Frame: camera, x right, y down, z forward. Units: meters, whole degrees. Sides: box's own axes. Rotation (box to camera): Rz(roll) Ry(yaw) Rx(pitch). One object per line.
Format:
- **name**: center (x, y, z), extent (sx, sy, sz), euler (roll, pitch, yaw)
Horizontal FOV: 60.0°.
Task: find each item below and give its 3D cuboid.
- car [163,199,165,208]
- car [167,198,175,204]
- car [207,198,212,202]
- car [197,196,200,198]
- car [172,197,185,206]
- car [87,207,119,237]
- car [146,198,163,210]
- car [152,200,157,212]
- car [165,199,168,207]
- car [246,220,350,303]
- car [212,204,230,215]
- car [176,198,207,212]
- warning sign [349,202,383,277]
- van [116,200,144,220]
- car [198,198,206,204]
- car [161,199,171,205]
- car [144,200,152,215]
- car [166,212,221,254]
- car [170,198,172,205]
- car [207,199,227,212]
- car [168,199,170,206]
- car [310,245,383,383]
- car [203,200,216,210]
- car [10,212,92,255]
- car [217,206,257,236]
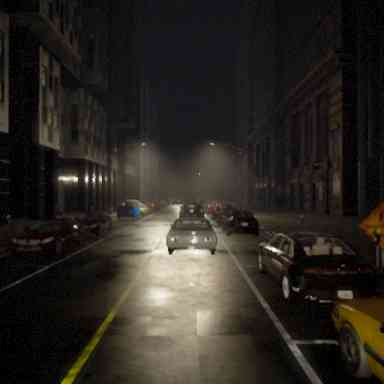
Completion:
- **car**: center (-5.793, 2.089, 52.975), extent (1.802, 1.307, 4.206), euler (0, -1, 0)
- **car**: center (-5.814, 2.447, 92.188), extent (1.887, 1.381, 4.507), euler (0, -1, 0)
- **car**: center (2.738, 1.838, 41.791), extent (1.967, 1.590, 4.097), euler (0, -1, 0)
- **car**: center (2.722, 1.988, 69.800), extent (2.192, 1.841, 5.009), euler (0, -1, 0)
- **car**: center (-3.038, 2.241, 71.753), extent (1.994, 1.385, 4.181), euler (0, -1, 0)
- **car**: center (-5.774, 1.766, 19.363), extent (1.802, 1.307, 4.206), euler (0, -1, 0)
- **car**: center (-5.790, 1.767, 47.376), extent (2.192, 1.841, 5.009), euler (0, -1, 0)
- **car**: center (-5.787, 1.980, 41.771), extent (1.802, 1.307, 4.206), euler (0, -1, 0)
- **car**: center (-5.796, 2.002, 58.578), extent (1.967, 1.590, 4.097), euler (0, -1, 0)
- **car**: center (2.756, 1.628, 8.182), extent (2.008, 1.369, 4.403), euler (0, -1, 0)
- **car**: center (2.748, 1.819, 24.986), extent (1.802, 1.307, 4.206), euler (0, -1, 0)
- **car**: center (-0.011, 1.626, 29.073), extent (2.097, 1.767, 4.553), euler (0, -1, 0)
- **warning sign**: center (5.066, 1.199, 8.837), extent (1.300, 1.860, 1.060), euler (0, 0, 0)
- **van**: center (-5.781, 1.632, 30.570), extent (1.690, 1.788, 3.998), euler (0, -1, 0)
- **car**: center (2.711, 2.342, 92.205), extent (1.967, 1.590, 4.097), euler (0, -1, 0)
- **car**: center (-5.805, 2.295, 75.381), extent (1.947, 1.339, 4.313), euler (0, -1, 0)
- **car**: center (-5.784, 1.868, 36.000), extent (1.752, 1.417, 4.829), euler (0, -1, 0)
- **car**: center (-0.005, 1.734, 14.103), extent (1.895, 1.301, 4.718), euler (0, -1, 0)
- **car**: center (-5.802, 2.239, 69.780), extent (1.947, 1.339, 4.313), euler (0, -1, 0)
- **car**: center (2.744, 1.731, 30.589), extent (1.967, 1.590, 4.097), euler (0, -1, 0)
- **car**: center (-5.799, 2.168, 64.179), extent (2.008, 1.369, 4.403), euler (0, -1, 0)
- **car**: center (2.759, 1.552, 2.751), extent (1.752, 1.417, 4.829), euler (0, -1, 0)
- **car**: center (2.732, 2.034, 53.164), extent (1.752, 1.417, 4.829), euler (0, -1, 0)
- **car**: center (-5.771, 1.713, 13.762), extent (1.802, 1.307, 4.206), euler (0, -1, 0)
- **car**: center (2.751, 1.749, 19.385), extent (1.947, 1.339, 4.313), euler (0, -1, 0)
